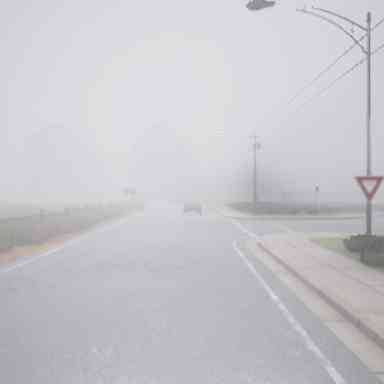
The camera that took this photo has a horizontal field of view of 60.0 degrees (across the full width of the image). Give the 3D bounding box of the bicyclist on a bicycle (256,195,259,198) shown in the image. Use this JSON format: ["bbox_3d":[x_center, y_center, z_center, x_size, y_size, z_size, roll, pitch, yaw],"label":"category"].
[{"bbox_3d":[12.416,1.276,63.975,1.656,1.620,0.582,0,0,33],"label":"bicyclist on a bicycle"}]

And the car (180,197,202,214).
[{"bbox_3d":[0.054,1.545,34.744,1.895,1.301,4.718,0,0,0],"label":"car"}]

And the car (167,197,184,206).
[{"bbox_3d":[-2.173,1.446,54.306,2.033,1.411,5.357,0,0,-29],"label":"car"}]
